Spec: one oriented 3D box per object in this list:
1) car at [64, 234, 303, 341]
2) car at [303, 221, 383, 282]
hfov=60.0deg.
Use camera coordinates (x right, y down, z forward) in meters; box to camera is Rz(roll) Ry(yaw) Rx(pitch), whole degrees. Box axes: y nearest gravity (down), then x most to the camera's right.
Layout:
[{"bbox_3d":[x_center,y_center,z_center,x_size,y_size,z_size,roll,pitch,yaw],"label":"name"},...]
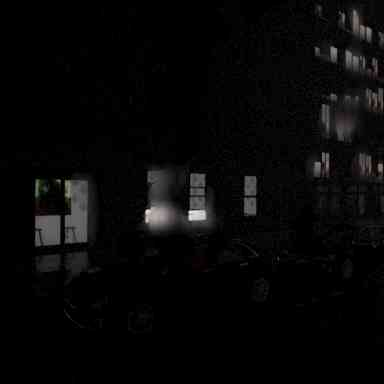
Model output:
[{"bbox_3d":[-0.140,1.551,6.436,4.403,1.369,2.008,0,0,-35],"label":"car"},{"bbox_3d":[4.495,1.550,9.712,4.403,1.369,2.008,0,0,-35],"label":"car"}]
